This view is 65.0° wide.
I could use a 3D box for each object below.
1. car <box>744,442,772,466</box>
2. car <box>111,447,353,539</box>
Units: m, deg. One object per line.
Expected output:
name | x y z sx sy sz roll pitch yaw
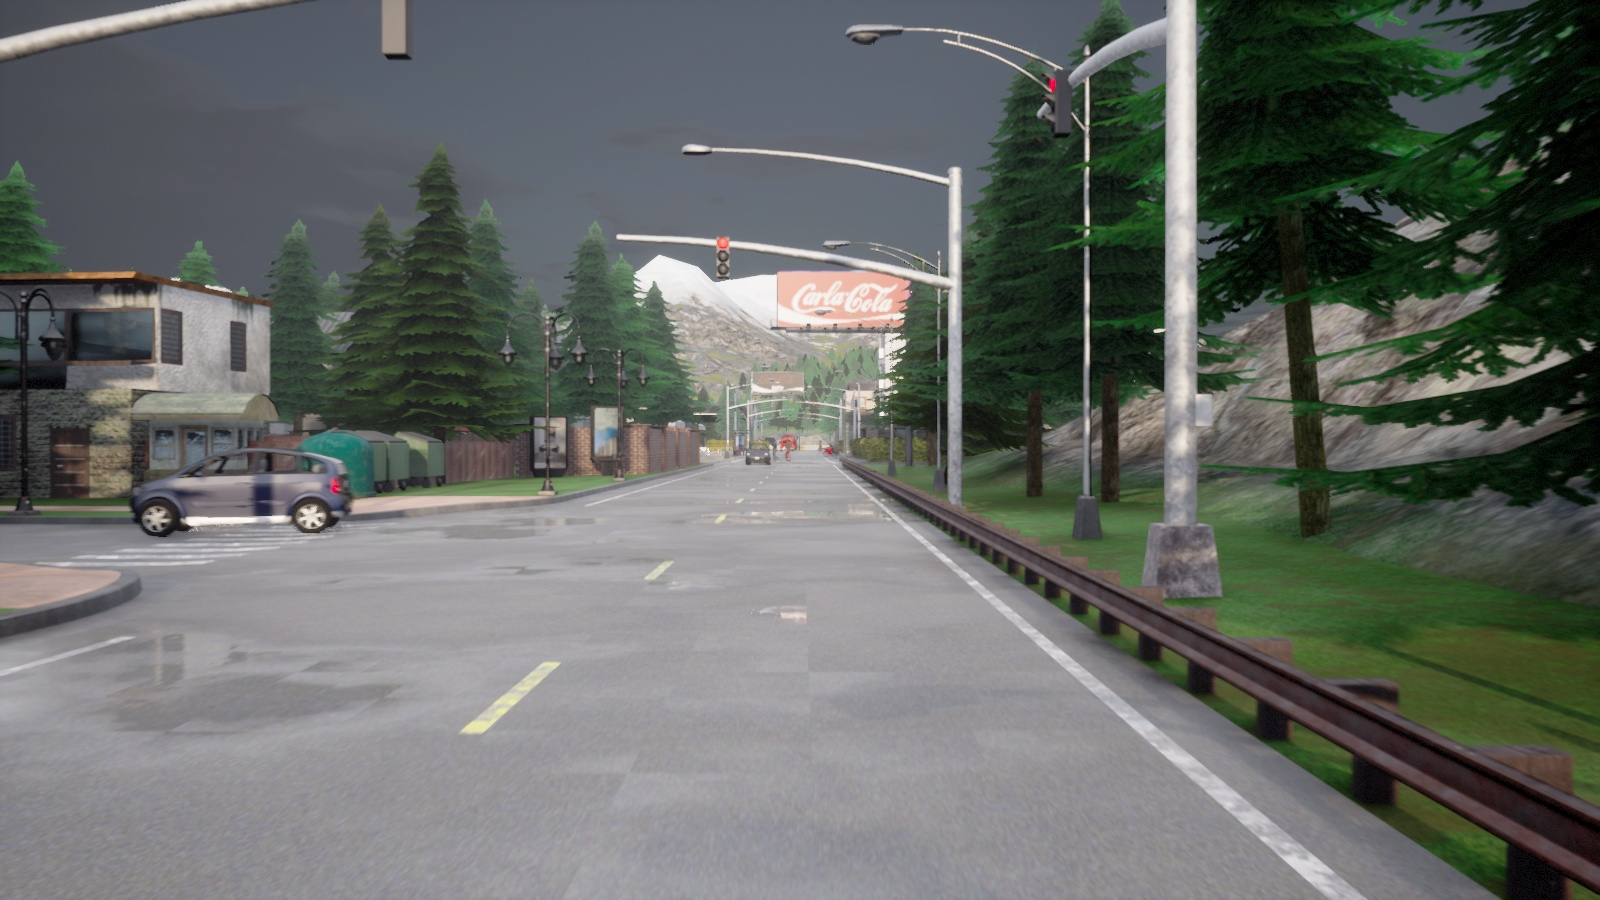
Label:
car | -2.976 0.262 89.081 1.851 1.617 3.988 0 0 0
car | -10.201 0.738 22.818 3.705 1.549 1.789 0 1 -12
